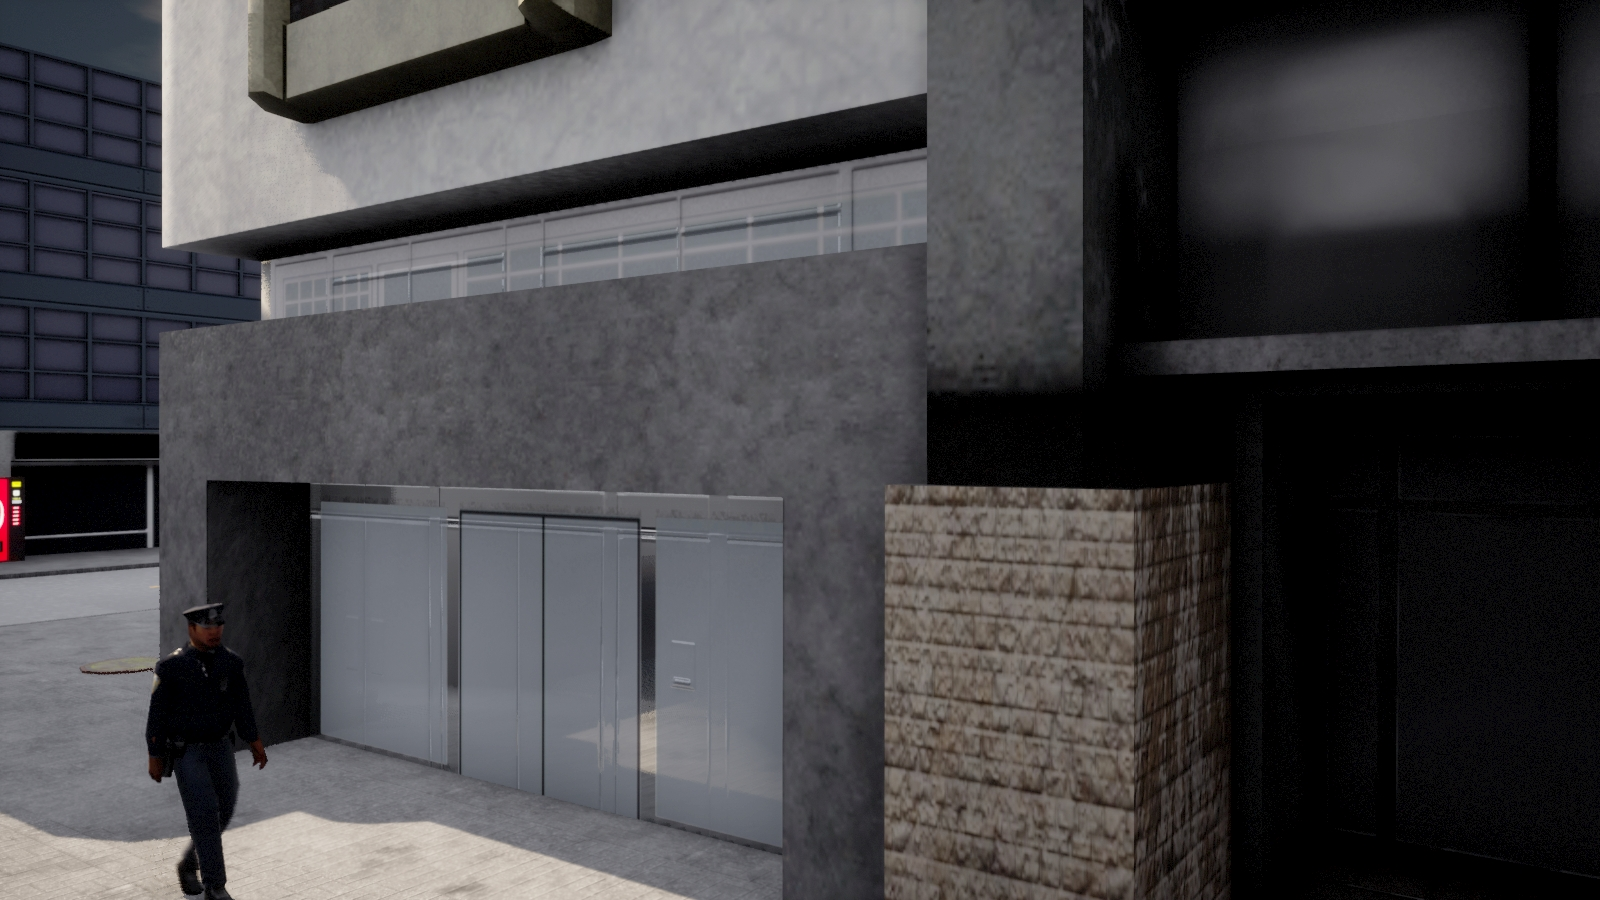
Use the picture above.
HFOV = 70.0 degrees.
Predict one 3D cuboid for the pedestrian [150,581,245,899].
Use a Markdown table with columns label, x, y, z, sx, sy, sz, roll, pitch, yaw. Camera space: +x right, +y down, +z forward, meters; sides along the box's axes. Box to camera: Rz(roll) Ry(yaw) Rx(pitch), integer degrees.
| label | x | y | z | sx | sy | sz | roll | pitch | yaw |
| --- | --- | --- | --- | --- | --- | --- | --- | --- | --- |
| pedestrian | -3.604 | 1.744 | 6.835 | 0.375 | 1.860 | 0.375 | 0 | 0 | 37 |
